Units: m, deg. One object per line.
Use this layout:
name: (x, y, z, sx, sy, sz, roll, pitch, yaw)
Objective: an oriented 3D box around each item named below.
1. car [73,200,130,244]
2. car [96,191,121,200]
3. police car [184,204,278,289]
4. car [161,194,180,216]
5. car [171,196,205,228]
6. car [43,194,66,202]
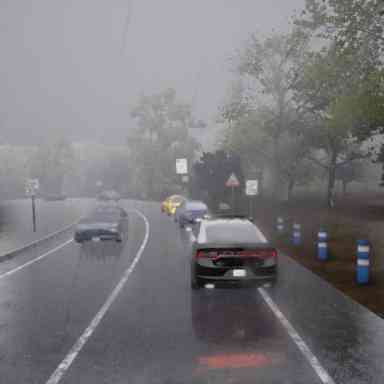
car: (-3.967, 1.376, 15.468, 2.033, 1.411, 5.357, -1, 2, -6)
car: (-11.736, 0.605, 46.443, 2.033, 1.411, 5.357, -5, 3, -35)
police car: (0.866, 1.368, 9.187, 1.930, 1.638, 5.238, 0, 1, -2)
car: (-1.217, 0.934, 25.693, 1.801, 1.575, 5.366, -2, 2, -14)
car: (0.037, 1.199, 19.362, 1.812, 1.442, 4.674, -1, 2, -8)
car: (-21.922, 0.944, 53.159, 4.718, 1.301, 1.895, -1, 4, 45)
